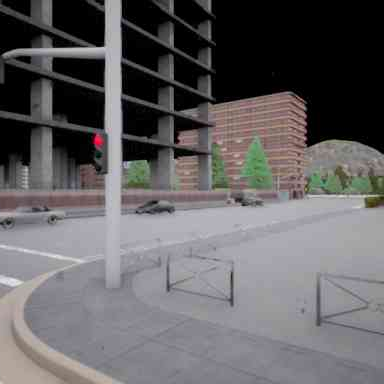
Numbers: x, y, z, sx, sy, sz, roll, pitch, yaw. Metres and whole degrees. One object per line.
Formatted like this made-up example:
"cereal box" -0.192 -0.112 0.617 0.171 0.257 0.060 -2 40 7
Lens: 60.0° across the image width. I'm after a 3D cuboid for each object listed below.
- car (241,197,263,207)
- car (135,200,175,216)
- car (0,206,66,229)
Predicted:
"car" 9.177 1.489 50.266 1.837 1.490 4.892 0 0 36
"car" -3.484 1.507 32.527 1.812 1.442 4.674 0 1 35
"car" -10.964 1.581 21.989 1.895 1.301 4.718 0 0 35
